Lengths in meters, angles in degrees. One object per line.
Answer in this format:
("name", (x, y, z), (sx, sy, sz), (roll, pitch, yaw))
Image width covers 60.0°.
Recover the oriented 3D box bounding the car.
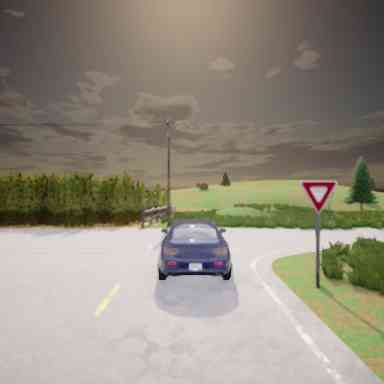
("car", (0.052, 1.512, 9.677), (1.812, 1.442, 4.674), (0, 0, -1))
